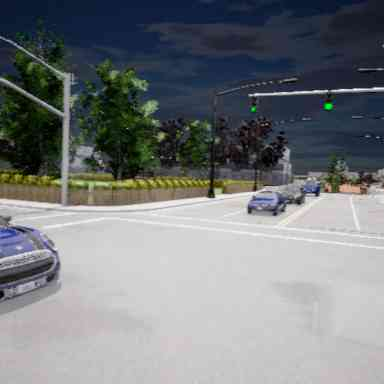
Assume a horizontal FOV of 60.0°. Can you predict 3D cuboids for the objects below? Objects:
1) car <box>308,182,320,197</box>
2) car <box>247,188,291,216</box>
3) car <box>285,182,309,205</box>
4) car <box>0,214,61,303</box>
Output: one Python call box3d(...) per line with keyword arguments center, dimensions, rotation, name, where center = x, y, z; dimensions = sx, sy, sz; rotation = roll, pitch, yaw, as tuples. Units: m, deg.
box3d(center=(17.542, -0.465, 48.882), dimensions=(2.150, 2.045, 5.566), rotation=(4, 3, 25), name="car")
box3d(center=(5.143, 0.669, 22.384), dimensions=(1.812, 1.442, 4.674), rotation=(4, 3, 25), name="car")
box3d(center=(9.631, 0.190, 32.028), dimensions=(2.097, 1.767, 4.553), rotation=(4, 3, 25), name="car")
box3d(center=(-4.775, 0.873, 6.433), dimensions=(4.553, 1.767, 2.097), rotation=(3, 3, 24), name="car")
